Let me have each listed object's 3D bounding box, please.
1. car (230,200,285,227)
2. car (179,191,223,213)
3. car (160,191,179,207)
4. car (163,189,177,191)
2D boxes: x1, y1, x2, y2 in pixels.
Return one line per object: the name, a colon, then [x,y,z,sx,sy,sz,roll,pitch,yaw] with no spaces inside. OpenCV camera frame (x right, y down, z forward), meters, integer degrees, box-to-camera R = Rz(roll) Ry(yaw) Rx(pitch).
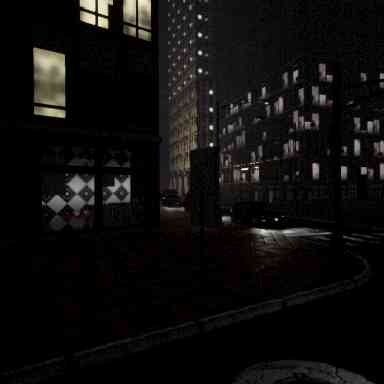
car: [4.106,1.315,21.553,1.837,1.490,4.892,-1,1,-19]
car: [0.899,0.894,30.954,2.150,2.045,5.566,-1,1,-19]
car: [-2.403,1.036,40.680,1.837,1.490,4.892,-1,1,-18]
car: [-3.828,0.548,53.992,2.150,2.045,5.566,-1,1,-18]
